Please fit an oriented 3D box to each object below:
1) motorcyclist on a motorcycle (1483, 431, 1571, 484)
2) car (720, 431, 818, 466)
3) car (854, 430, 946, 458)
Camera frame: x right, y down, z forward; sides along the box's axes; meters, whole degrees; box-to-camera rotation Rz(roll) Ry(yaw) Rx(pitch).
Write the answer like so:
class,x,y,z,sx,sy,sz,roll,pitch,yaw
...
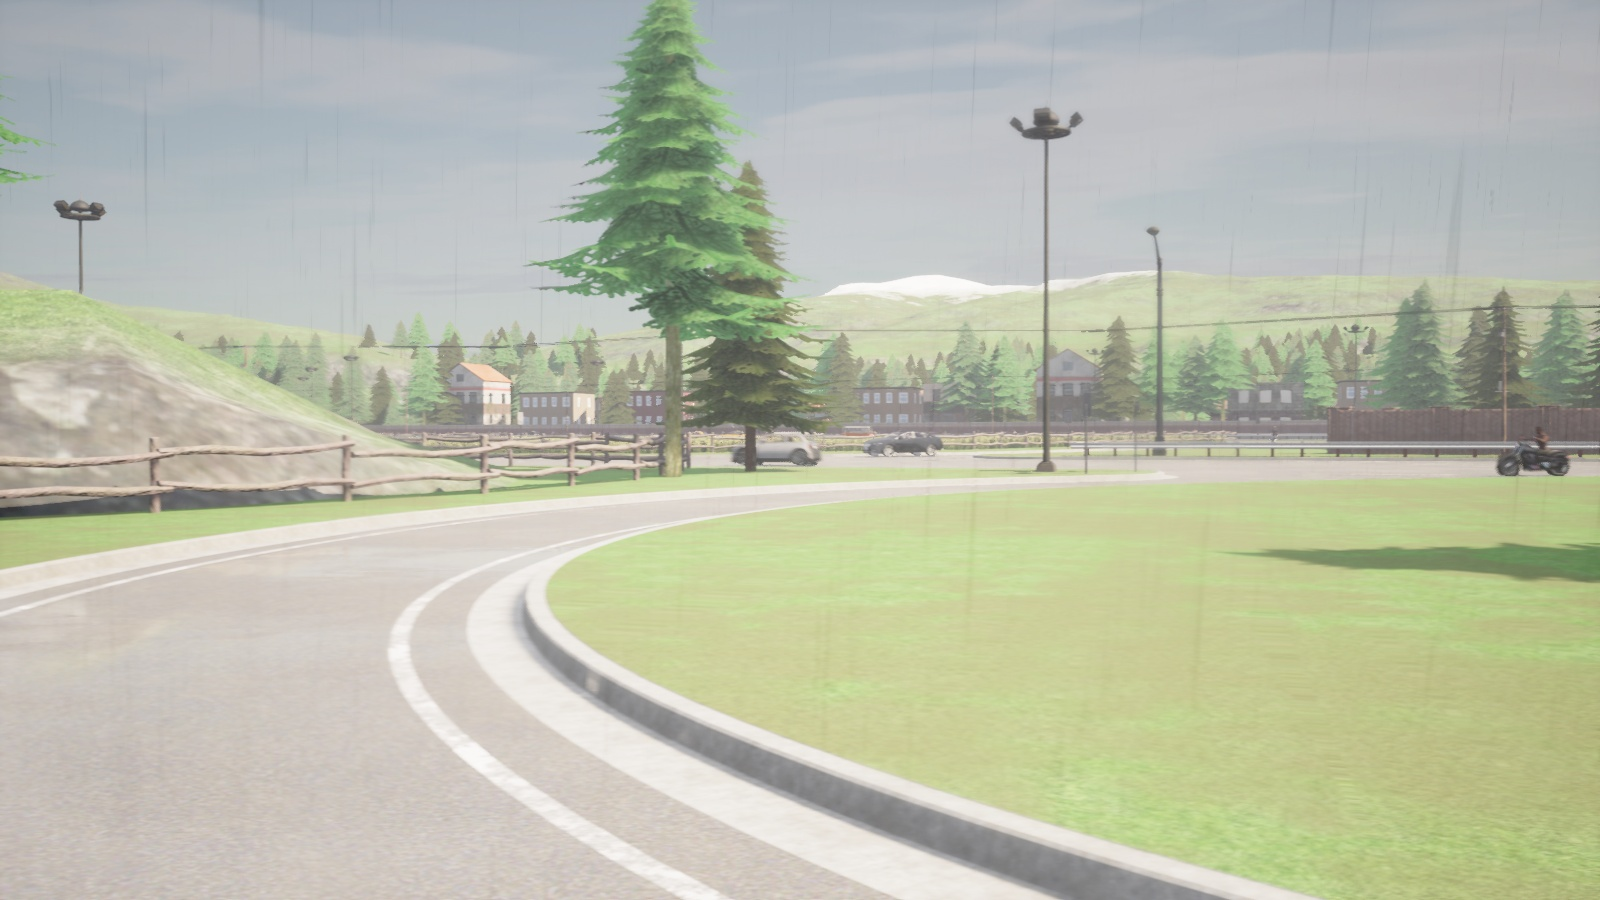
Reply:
class,x,y,z,sx,sy,sz,roll,pitch,yaw
motorcyclist on a motorcycle,22.882,0.230,39.540,2.350,1.649,0.766,0,1,-4
car,-1.340,-0.093,54.920,3.806,1.475,1.970,1,1,18
car,5.790,-0.354,72.400,4.902,1.511,2.128,0,1,-27
